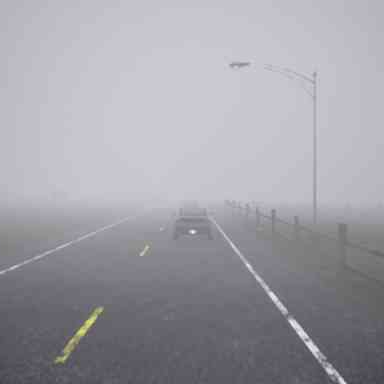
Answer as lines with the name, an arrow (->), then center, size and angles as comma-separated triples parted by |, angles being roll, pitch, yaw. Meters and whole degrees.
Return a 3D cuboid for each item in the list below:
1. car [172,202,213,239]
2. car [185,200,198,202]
car -> 0.032, 1.488, 17.158 | 1.837, 1.490, 4.892 | 0, 0, 0
car -> -0.074, 1.549, 39.697 | 1.895, 1.301, 4.718 | 0, 0, 0
